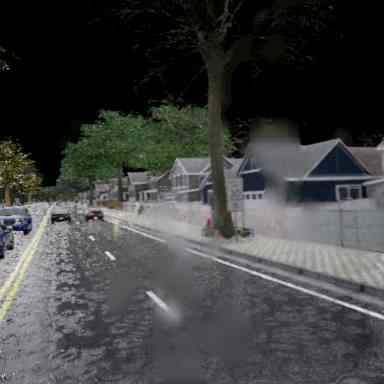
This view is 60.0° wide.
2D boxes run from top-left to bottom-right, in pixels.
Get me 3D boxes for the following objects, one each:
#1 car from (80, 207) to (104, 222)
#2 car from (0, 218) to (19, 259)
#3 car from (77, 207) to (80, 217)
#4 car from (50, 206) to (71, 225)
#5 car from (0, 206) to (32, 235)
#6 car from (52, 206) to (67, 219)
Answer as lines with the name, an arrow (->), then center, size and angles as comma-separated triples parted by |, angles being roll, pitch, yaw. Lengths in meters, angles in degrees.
car -> -10.666, 2.408, 35.974 | 1.837, 1.490, 4.892 | -2, 0, -22
car -> -9.333, 2.176, 15.165 | 1.812, 1.442, 4.674 | -2, -1, -22
car -> -15.081, 2.730, 46.678 | 1.895, 1.301, 4.718 | -2, 0, -22
car -> -13.713, 2.479, 34.833 | 1.882, 1.535, 5.008 | -2, 0, -22
car -> -13.458, 2.146, 25.249 | 2.150, 2.045, 5.566 | -2, -1, -22
car -> -18.153, 2.735, 45.608 | 1.837, 1.490, 4.892 | -2, 0, -22
